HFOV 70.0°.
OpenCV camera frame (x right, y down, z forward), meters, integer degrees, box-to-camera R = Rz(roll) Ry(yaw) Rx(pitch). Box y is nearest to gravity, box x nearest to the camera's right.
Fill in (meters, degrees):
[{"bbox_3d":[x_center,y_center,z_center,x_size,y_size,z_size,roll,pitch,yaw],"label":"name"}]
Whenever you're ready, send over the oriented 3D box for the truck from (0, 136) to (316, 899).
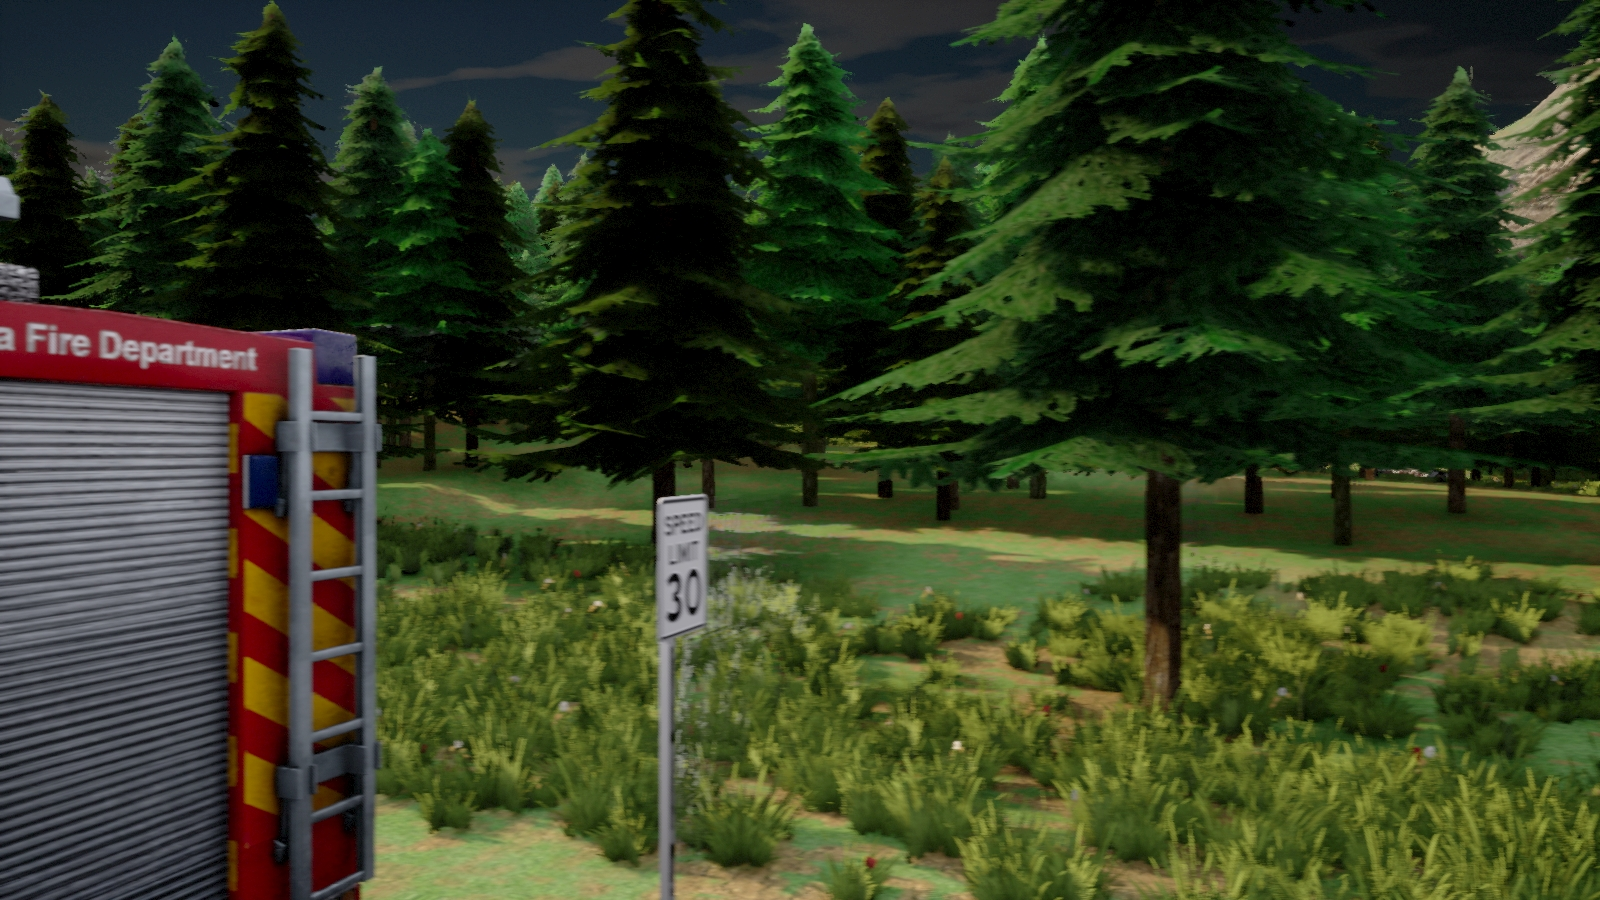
[{"bbox_3d":[-6.901,0.750,5.810,8.468,3.827,2.891,0,0,20],"label":"truck"}]
